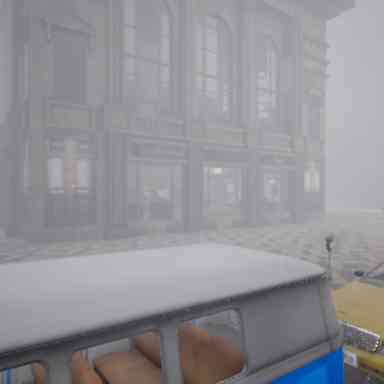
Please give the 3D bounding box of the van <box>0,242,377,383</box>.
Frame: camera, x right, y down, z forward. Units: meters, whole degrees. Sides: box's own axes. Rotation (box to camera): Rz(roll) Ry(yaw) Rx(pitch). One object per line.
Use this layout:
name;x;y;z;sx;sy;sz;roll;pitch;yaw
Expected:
van;-0.783;1.330;1.978;3.998;1.788;1.690;0;0;-35

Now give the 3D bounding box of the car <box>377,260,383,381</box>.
car;3.679;1.525;5.135;4.829;1.417;1.752;0;0;-35
